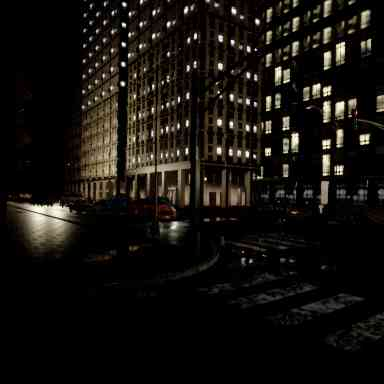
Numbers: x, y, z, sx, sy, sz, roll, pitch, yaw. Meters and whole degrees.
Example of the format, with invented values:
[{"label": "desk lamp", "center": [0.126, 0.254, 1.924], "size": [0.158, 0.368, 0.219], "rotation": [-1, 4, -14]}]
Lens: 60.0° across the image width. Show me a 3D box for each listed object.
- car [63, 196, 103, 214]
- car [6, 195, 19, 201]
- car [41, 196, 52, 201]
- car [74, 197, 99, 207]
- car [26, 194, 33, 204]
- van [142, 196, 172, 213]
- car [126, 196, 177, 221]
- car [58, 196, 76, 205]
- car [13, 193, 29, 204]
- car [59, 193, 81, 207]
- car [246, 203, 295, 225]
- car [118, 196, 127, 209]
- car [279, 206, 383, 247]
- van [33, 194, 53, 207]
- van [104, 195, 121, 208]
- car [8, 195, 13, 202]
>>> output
[{"label": "car", "center": [-10.856, 1.426, 32.909], "size": [2.008, 1.369, 4.403], "rotation": [1, -1, -35]}, {"label": "car", "center": [-40.241, 1.377, 74.393], "size": [2.008, 1.369, 4.403], "rotation": [1, -1, -35]}, {"label": "car", "center": [-36.670, 1.569, 83.845], "size": [1.802, 1.307, 4.206], "rotation": [1, -1, -35]}, {"label": "car", "center": [-16.061, 1.516, 50.269], "size": [2.033, 1.411, 5.357], "rotation": [1, -1, -36]}, {"label": "car", "center": [-23.917, 1.431, 51.346], "size": [1.802, 1.307, 4.206], "rotation": [1, -1, -35]}, {"label": "van", "center": [-4.015, 1.381, 37.754], "size": [1.690, 1.788, 3.998], "rotation": [1, -1, -35]}, {"label": "car", "center": [-3.117, 1.294, 26.470], "size": [2.097, 1.767, 4.553], "rotation": [1, -1, -35]}, {"label": "car", "center": [-22.192, 1.463, 58.922], "size": [1.837, 1.490, 4.892], "rotation": [1, -1, -35]}, {"label": "car", "center": [-30.442, 1.154, 60.568], "size": [2.192, 1.841, 5.009], "rotation": [1, -1, -35]}, {"label": "car", "center": [-15.952, 1.135, 44.669], "size": [2.150, 2.045, 5.566], "rotation": [1, -1, -35]}, {"label": "car", "center": [5.778, 1.505, 23.925], "size": [1.967, 1.590, 4.097], "rotation": [1, -1, -35]}, {"label": "car", "center": [-7.284, 1.584, 42.362], "size": [2.008, 1.369, 4.403], "rotation": [1, -1, -35]}, {"label": "car", "center": [6.800, 1.542, 14.166], "size": [5.357, 1.411, 2.033], "rotation": [1, 0, 40]}, {"label": "van", "center": [-20.648, 1.196, 46.739], "size": [1.690, 1.788, 3.998], "rotation": [1, -1, -35]}, {"label": "van", "center": [-10.545, 1.367, 46.974], "size": [1.690, 1.788, 3.998], "rotation": [1, -1, -35]}, {"label": "car", "center": [-36.976, 1.396, 69.784], "size": [1.947, 1.339, 4.313], "rotation": [1, -1, -35]}]
